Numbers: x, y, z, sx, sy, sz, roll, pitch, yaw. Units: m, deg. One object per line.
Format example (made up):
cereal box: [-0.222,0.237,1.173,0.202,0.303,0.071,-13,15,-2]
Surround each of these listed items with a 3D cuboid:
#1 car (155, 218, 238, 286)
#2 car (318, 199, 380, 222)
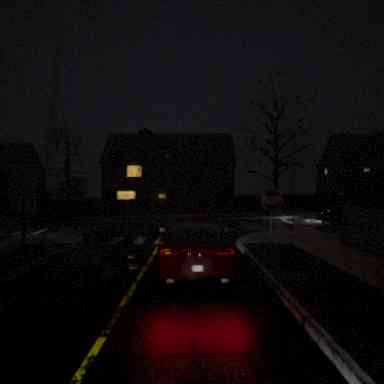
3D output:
car: [0.065,1.466,9.421,1.882,1.535,5.008,0,0,-1]
car: [10.867,1.212,22.716,4.181,1.385,1.994,-1,1,1]
